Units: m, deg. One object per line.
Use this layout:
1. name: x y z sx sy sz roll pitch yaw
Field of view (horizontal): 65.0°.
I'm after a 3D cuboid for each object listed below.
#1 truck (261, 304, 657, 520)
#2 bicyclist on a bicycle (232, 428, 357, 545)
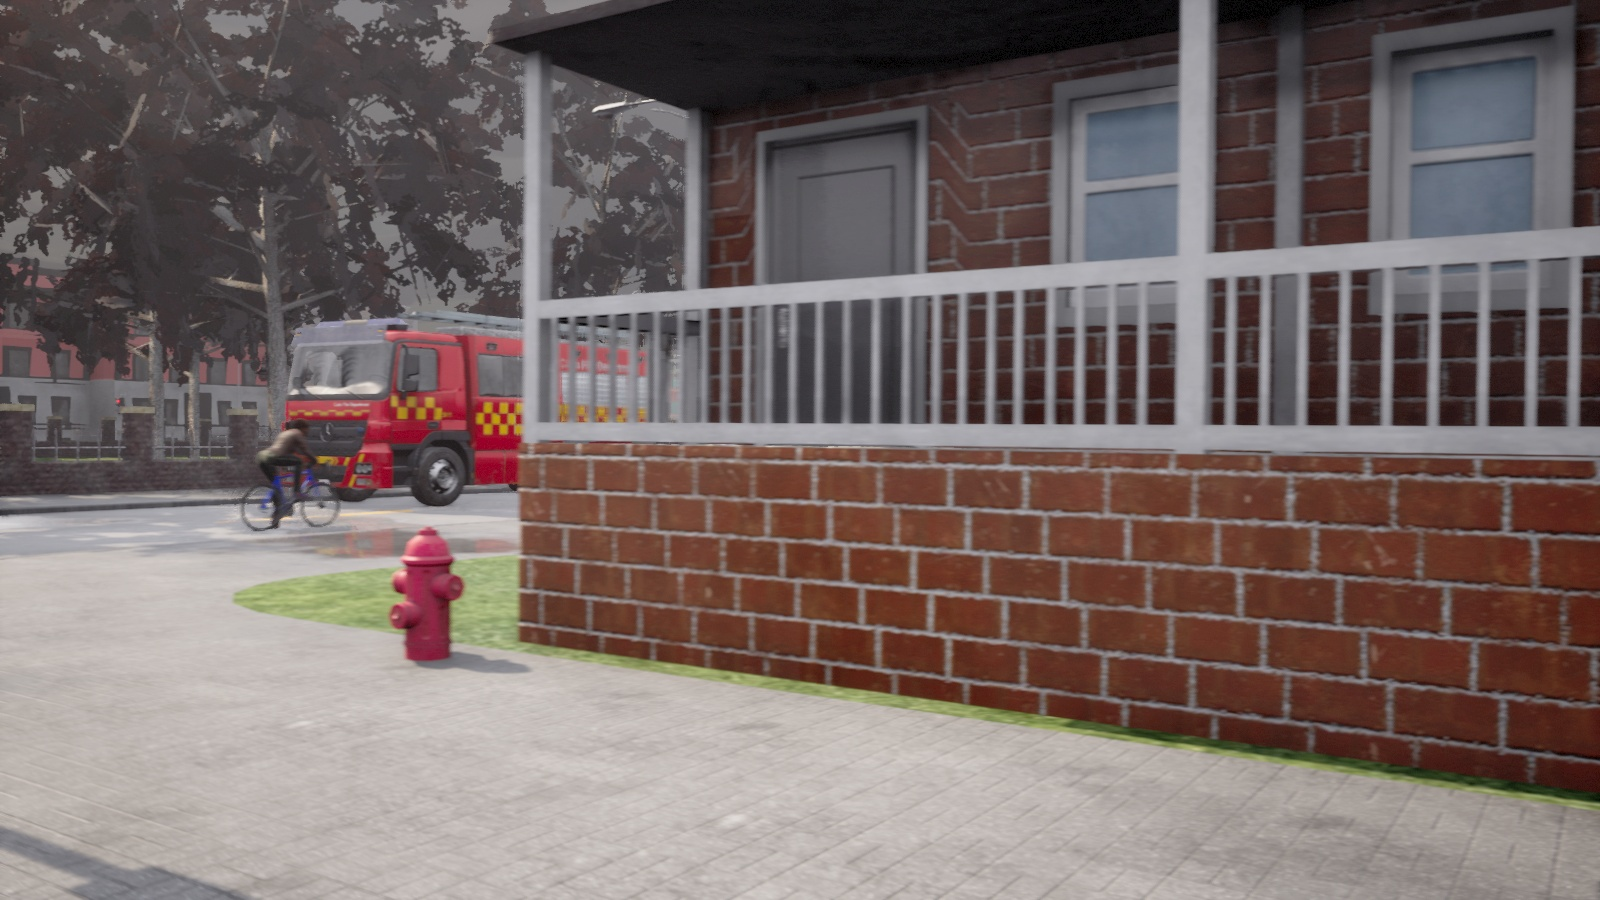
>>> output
1. truck: -6.785 -0.736 26.680 2.891 3.827 8.468 0 1 30
2. bicyclist on a bicycle: -7.344 0.501 18.317 0.582 1.620 1.656 0 1 32
